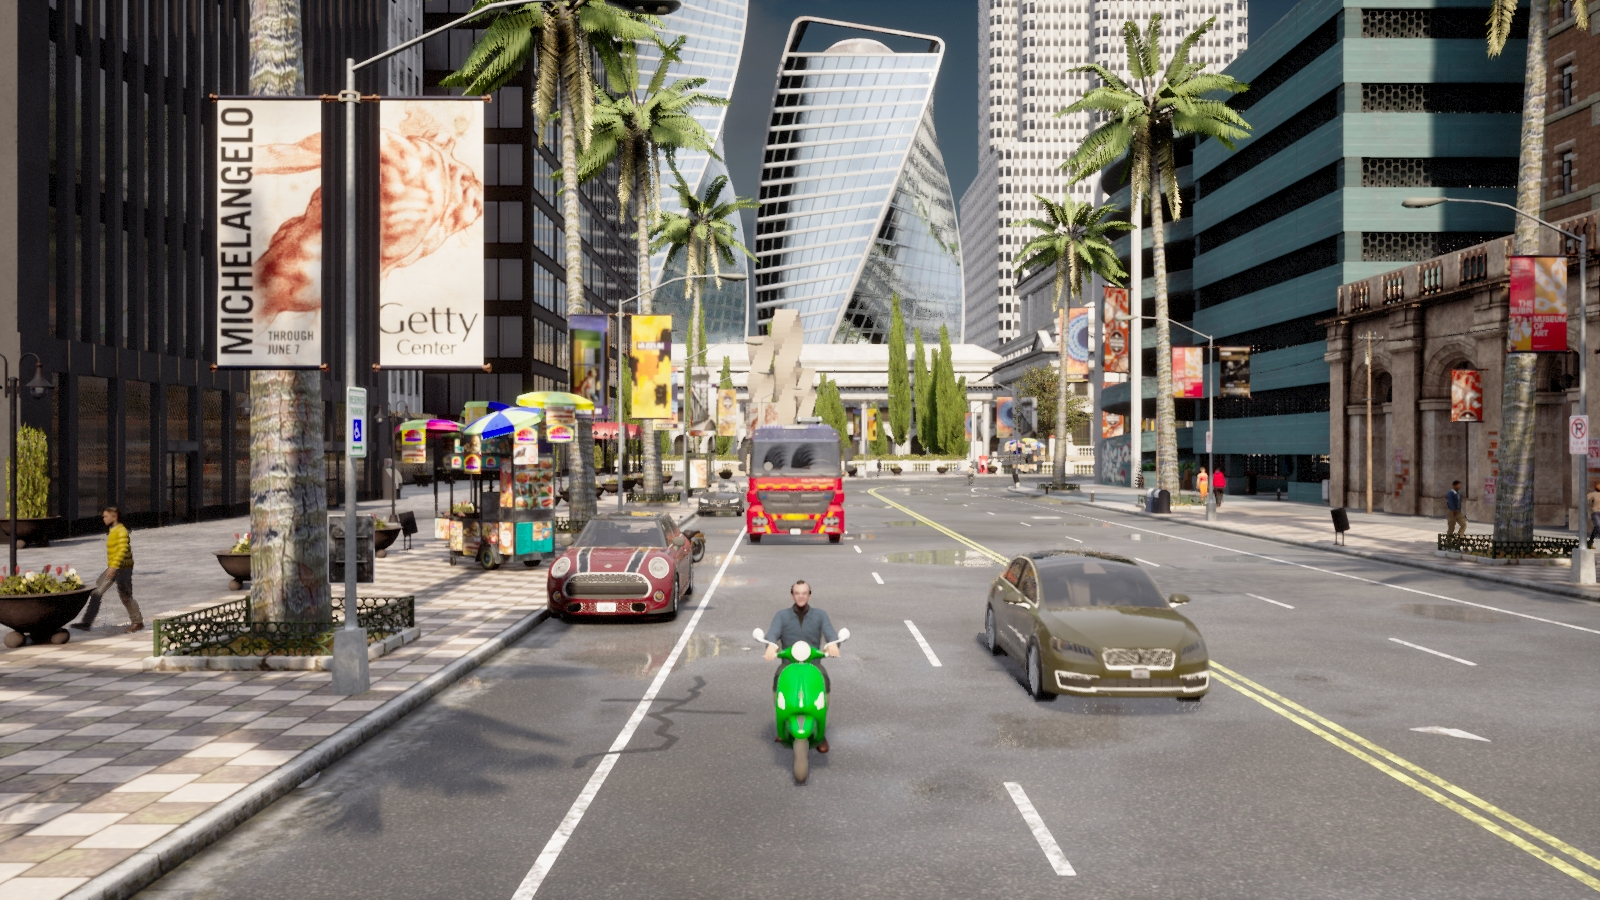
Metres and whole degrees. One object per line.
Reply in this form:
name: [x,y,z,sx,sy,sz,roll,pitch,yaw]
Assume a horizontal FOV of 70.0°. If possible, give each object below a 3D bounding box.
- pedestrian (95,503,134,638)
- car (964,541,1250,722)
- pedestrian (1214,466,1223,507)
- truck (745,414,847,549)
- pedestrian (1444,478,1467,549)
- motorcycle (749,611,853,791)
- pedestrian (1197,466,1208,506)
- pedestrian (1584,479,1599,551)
pedestrian: [-9.755,1.696,16.256,0.375,1.860,0.375,0,0,41]
car: [3.515,2.061,14.219,2.231,1.480,4.892,0,0,0]
pedestrian: [19.409,1.698,52.968,0.375,1.860,0.375,0,0,19]
truck: [-0.158,0.891,36.538,2.891,3.827,8.468,0,0,-1]
pedestrian: [17.557,1.697,30.606,0.375,1.860,0.375,0,0,-22]
motorcycle: [0.010,2.182,10.273,0.856,1.236,1.805,0,0,0]
pedestrian: [18.866,1.697,53.523,0.375,1.860,0.375,0,0,1]
pedestrian: [20.894,1.696,29.997,0.375,1.860,0.375,0,0,-1]
